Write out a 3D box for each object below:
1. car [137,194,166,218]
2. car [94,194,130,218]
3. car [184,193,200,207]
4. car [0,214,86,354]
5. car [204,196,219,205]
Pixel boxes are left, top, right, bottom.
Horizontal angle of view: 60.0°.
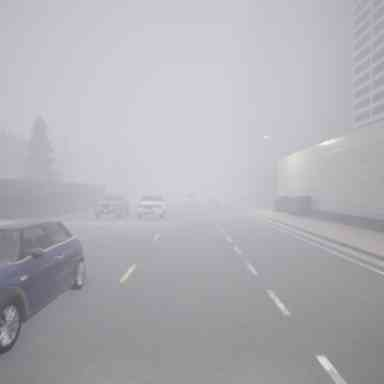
[{"bbox_3d":[-3.508,1.182,29.776,2.150,2.045,5.566,0,0,0],"label":"car"},{"bbox_3d":[-7.008,1.182,29.772,2.150,2.045,5.566,0,0,0],"label":"car"},{"bbox_3d":[-0.009,1.213,51.817,2.150,2.045,5.566,0,0,0],"label":"car"},{"bbox_3d":[-3.586,1.346,6.064,2.097,1.767,4.553,0,0,0],"label":"car"},{"bbox_3d":[3.493,1.462,56.786,1.882,1.535,5.008,0,0,0],"label":"car"}]
